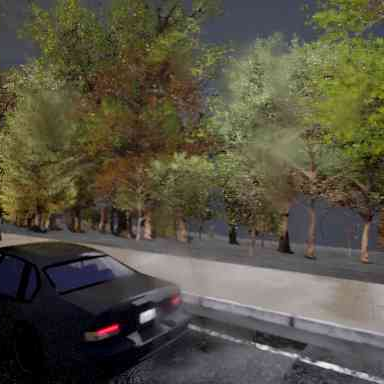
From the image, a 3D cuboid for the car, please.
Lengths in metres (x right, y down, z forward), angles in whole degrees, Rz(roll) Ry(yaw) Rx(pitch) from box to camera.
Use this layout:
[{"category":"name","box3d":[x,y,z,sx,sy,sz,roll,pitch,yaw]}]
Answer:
[{"category":"car","box3d":[-2.587,1.569,5.513,5.357,1.411,2.033,0,0,35]}]
